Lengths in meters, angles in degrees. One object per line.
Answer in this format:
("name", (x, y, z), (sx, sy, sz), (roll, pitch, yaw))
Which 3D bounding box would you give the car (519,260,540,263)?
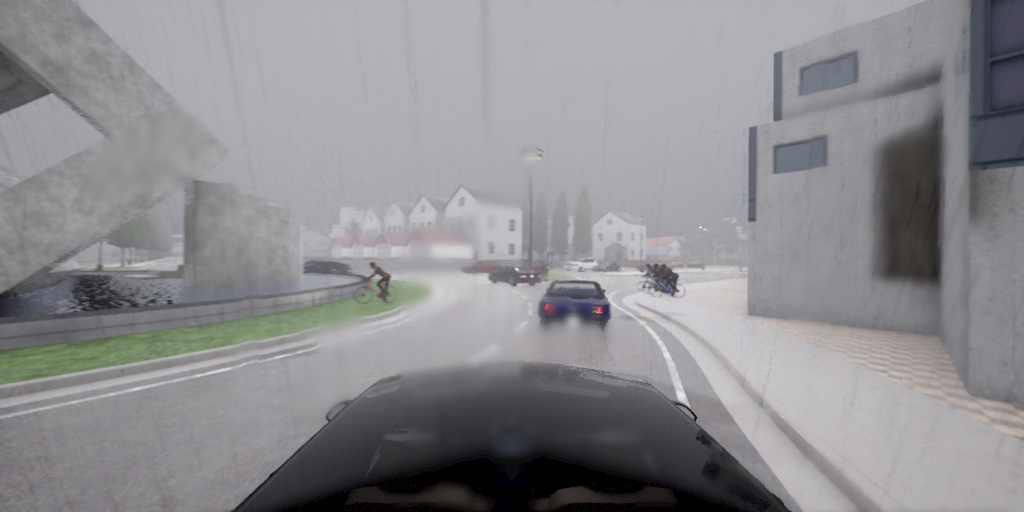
("car", (1.374, 1.265, 40.004), (4.553, 1.767, 2.097), (1, 0, -33))

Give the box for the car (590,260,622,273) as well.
("car", (13.294, 1.596, 49.533), (4.892, 1.490, 1.837), (1, 0, -43))

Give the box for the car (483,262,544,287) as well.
("car", (0.120, 1.392, 25.918), (2.033, 1.411, 5.357), (1, 0, -29))

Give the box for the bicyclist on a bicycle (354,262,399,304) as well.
("bicyclist on a bicycle", (-5.243, 1.039, 13.897), (1.656, 1.620, 0.582), (0, 0, -13))

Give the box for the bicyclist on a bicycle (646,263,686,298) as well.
("bicyclist on a bicycle", (7.468, 1.203, 17.258), (1.656, 1.620, 0.582), (0, 0, 18))

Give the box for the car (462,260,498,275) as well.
("car", (-3.407, 1.217, 41.255), (4.553, 1.767, 2.097), (1, 0, -28))

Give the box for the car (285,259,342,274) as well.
("car", (-21.083, 1.120, 38.209), (5.008, 1.535, 1.882), (1, 0, -1))

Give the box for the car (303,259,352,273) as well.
("car", (-18.115, 1.169, 34.780), (4.892, 1.490, 1.837), (1, 0, 1))

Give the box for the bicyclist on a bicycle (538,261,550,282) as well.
("bicyclist on a bicycle", (2.630, 1.276, 30.046), (0.582, 1.620, 1.656), (1, 8, -40))

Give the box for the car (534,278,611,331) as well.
("car", (2.021, 1.412, 11.428), (1.895, 1.301, 4.718), (1, 0, 11))

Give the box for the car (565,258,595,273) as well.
("car", (9.997, 1.282, 51.228), (5.566, 2.045, 2.150), (1, -1, -43))

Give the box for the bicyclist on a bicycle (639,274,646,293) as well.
("bicyclist on a bicycle", (7.583, 1.207, 18.461), (1.656, 1.620, 0.582), (0, 0, 24))
